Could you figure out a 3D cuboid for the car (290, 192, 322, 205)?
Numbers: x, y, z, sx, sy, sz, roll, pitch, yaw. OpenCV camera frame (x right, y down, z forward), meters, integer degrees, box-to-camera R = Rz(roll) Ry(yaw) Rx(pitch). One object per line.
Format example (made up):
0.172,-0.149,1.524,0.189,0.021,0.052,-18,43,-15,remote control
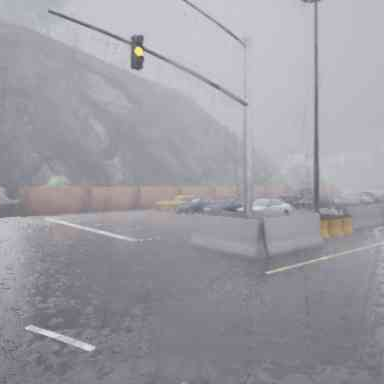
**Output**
15.104,0.811,43.940,4.674,1.442,1.812,-1,1,-39,car

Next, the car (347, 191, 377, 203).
23.942,0.667,46.767,4.902,1.511,2.128,-1,1,-42,car

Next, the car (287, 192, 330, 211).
11.902,1.011,32.395,5.357,1.411,2.033,-1,1,-39,car

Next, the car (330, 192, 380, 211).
14.887,0.992,30.306,4.674,1.442,1.812,-1,1,-39,car

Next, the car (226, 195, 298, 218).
4.764,1.182,22.226,4.674,1.442,1.812,-1,1,-39,car

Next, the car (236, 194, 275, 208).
7.203,0.998,37.593,4.181,1.385,1.994,-1,1,-38,car

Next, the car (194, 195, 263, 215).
2.897,1.124,25.215,4.902,1.511,2.128,-1,1,-39,car

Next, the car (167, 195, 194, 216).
0.595,1.143,27.847,4.674,1.442,1.812,-1,1,-39,car

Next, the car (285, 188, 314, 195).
11.747,0.628,36.735,5.566,2.045,2.150,-1,1,-38,car

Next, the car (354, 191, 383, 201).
20.590,0.790,39.399,4.902,1.511,2.128,-1,1,-39,car

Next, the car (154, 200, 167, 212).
-1.168,1.070,30.921,5.008,1.535,1.882,-1,1,-38,car

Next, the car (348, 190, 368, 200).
27.861,0.502,55.645,1.882,1.535,5.008,0,1,41,car

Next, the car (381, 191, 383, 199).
35.100,0.474,59.540,1.994,1.385,4.181,0,1,33,car
